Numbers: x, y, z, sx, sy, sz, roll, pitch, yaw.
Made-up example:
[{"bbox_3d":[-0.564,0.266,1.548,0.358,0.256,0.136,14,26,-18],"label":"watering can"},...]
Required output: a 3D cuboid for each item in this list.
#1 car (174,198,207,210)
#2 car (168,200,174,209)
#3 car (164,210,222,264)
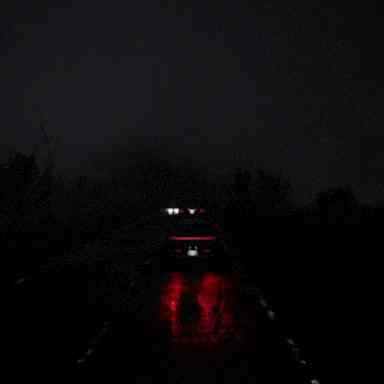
[{"bbox_3d":[0.022,1.502,26.192,2.150,2.045,5.566,0,0,0],"label":"car"},{"bbox_3d":[-3.063,2.077,57.156,2.128,1.511,4.902,0,-1,1],"label":"car"},{"bbox_3d":[0.038,1.626,12.311,2.128,1.511,4.902,0,-1,1],"label":"car"}]
